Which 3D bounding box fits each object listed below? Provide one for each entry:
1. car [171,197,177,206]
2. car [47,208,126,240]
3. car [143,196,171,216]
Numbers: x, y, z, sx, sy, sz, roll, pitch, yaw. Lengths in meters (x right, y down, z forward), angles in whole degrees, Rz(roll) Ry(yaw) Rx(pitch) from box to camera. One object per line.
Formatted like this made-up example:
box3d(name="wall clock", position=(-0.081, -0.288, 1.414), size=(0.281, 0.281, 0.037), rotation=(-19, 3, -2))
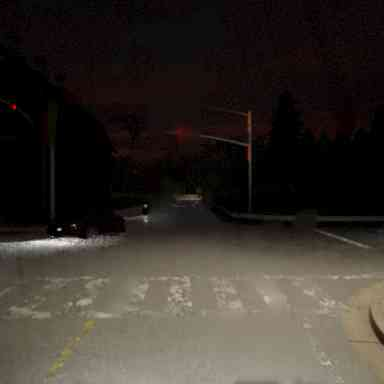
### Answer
box3d(name="car", position=(-3.486, 1.523, 55.719), size=(2.033, 1.411, 5.357), rotation=(0, 0, 0))
box3d(name="car", position=(-5.208, 1.542, 16.994), size=(1.994, 1.385, 4.181), rotation=(0, 0, 25))
box3d(name="car", position=(-3.544, 1.338, 32.755), size=(2.097, 1.767, 4.553), rotation=(0, 0, 0))
